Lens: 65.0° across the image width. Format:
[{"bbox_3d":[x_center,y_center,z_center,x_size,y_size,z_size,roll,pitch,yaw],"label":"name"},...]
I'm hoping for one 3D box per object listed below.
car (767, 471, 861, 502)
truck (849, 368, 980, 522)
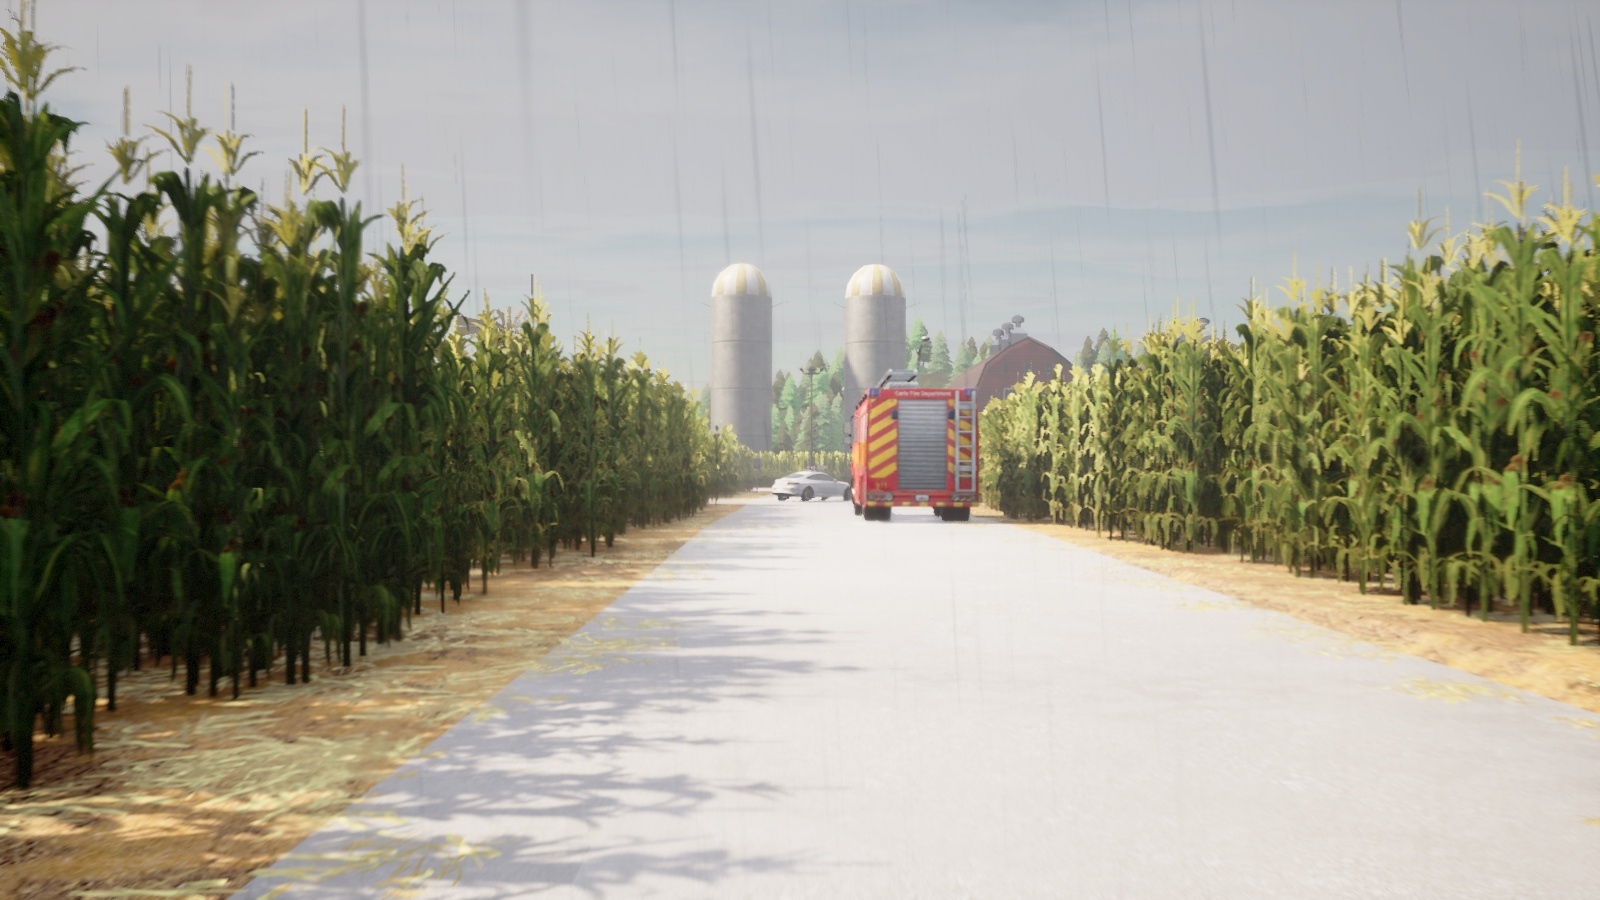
[{"bbox_3d":[0.736,1.750,60.890,1.812,1.442,4.674,-1,-1,45],"label":"car"},{"bbox_3d":[3.008,-0.026,35.537,2.891,3.827,8.468,0,-2,0],"label":"truck"}]
